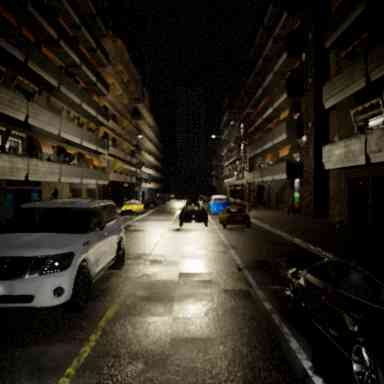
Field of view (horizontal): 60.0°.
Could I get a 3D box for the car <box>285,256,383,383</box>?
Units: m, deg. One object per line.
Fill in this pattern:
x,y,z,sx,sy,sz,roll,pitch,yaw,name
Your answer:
2.682,1.555,4.790,1.947,1.339,4.313,0,0,0,car

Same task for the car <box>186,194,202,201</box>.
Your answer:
0.085,1.432,45.598,1.812,1.442,4.674,0,0,0,car

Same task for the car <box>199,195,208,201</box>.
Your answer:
2.659,1.404,76.594,2.008,1.369,4.403,-1,0,0,car

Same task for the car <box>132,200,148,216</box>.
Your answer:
-5.709,1.457,32.247,1.752,1.417,4.829,0,0,0,car

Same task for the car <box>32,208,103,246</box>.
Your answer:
-5.703,1.546,15.847,1.802,1.307,4.206,0,0,0,car

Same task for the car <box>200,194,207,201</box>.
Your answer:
2.666,1.441,54.500,2.008,1.369,4.403,-1,0,0,car

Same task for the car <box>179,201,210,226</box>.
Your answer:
0.093,1.551,22.800,1.895,1.301,4.718,0,0,0,car

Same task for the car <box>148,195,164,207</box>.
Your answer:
-5.713,1.466,48.987,1.947,1.339,4.313,0,0,0,car

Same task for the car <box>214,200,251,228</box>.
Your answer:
2.676,1.478,21.530,1.752,1.417,4.829,0,0,0,car

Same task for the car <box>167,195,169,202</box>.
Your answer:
-5.717,1.425,60.035,1.887,1.381,4.507,0,0,0,car

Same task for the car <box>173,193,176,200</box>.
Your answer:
-5.726,1.402,87.652,1.947,1.339,4.313,-1,0,0,car

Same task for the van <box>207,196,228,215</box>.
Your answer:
2.671,1.273,32.407,1.690,1.788,3.998,-1,0,0,van

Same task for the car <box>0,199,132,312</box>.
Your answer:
-3.098,1.205,8.008,2.150,2.045,5.566,0,0,0,car

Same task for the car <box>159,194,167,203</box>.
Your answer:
-5.715,1.435,54.511,1.887,1.381,4.507,0,0,0,car

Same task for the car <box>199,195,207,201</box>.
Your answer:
2.657,1.370,82.288,1.752,1.417,4.829,-1,0,0,car

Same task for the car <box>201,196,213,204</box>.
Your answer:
2.664,1.432,60.023,2.008,1.369,4.403,-1,0,0,car

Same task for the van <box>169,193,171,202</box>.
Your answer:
-5.721,1.212,65.558,1.690,1.788,3.998,0,0,0,van

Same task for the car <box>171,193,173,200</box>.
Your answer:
-5.722,1.302,71.081,1.967,1.590,4.097,-1,0,0,car
